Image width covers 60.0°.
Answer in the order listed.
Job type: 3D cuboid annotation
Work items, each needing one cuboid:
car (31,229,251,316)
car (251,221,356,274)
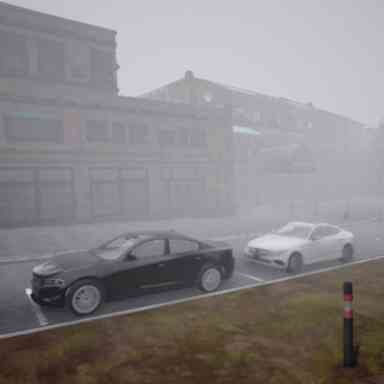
[{"bbox_3d":[-1.215,1.727,8.256,5.008,1.535,2.097,1,0,-32],"label":"car"},{"bbox_3d":[3.951,1.777,11.746,4.674,1.452,2.002,0,1,-34],"label":"car"}]
